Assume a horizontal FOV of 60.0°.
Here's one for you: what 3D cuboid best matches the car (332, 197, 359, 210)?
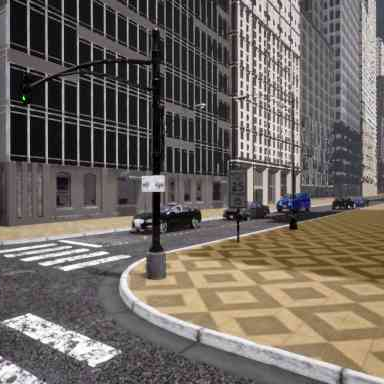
[{"bbox_3d":[18.423,1.359,40.377,1.837,1.490,4.892,0,0,37],"label":"car"}]

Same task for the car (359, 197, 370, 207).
[{"bbox_3d":[24.636,1.368,48.745,2.033,1.411,5.357,0,0,37],"label":"car"}]

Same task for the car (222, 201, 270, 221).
[{"bbox_3d":[4.570,1.472,27.120,2.033,1.411,5.357,0,0,37],"label":"car"}]

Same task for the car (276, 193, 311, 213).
[{"bbox_3d":[10.986,1.113,35.670,2.150,2.045,5.566,0,0,37],"label":"car"}]

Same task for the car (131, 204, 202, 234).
[{"bbox_3d":[-1.349,1.447,19.218,2.128,1.511,4.902,0,0,37],"label":"car"}]
